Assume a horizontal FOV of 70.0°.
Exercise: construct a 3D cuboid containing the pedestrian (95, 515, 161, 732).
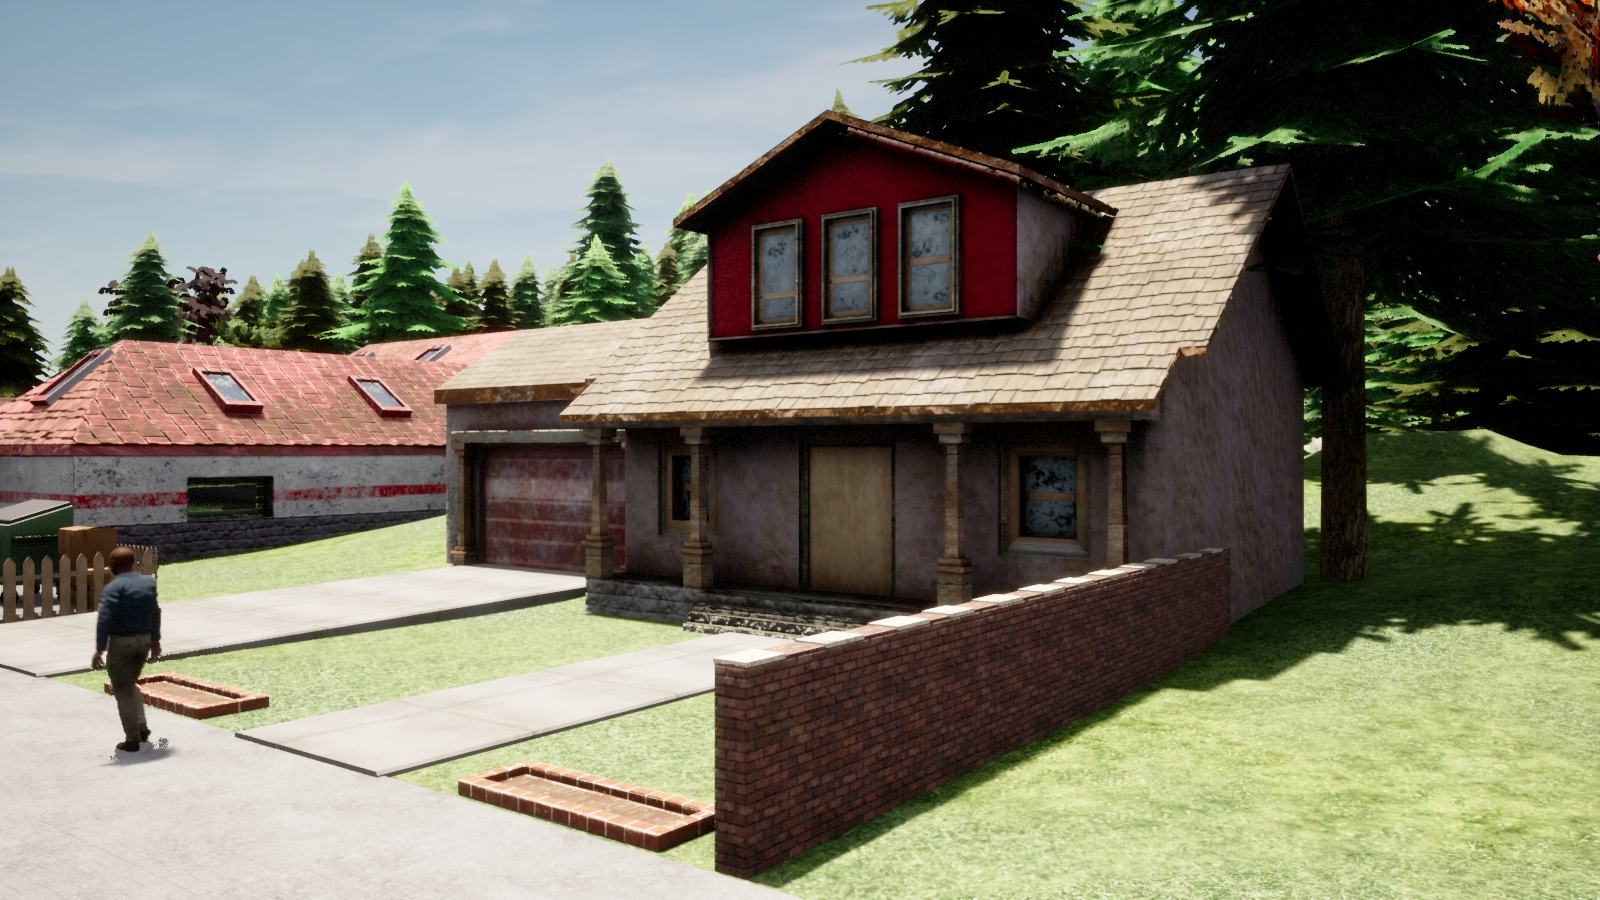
[{"bbox_3d":[-5.989,1.524,10.184,0.375,1.860,0.375,0,0,31],"label":"pedestrian"}]
